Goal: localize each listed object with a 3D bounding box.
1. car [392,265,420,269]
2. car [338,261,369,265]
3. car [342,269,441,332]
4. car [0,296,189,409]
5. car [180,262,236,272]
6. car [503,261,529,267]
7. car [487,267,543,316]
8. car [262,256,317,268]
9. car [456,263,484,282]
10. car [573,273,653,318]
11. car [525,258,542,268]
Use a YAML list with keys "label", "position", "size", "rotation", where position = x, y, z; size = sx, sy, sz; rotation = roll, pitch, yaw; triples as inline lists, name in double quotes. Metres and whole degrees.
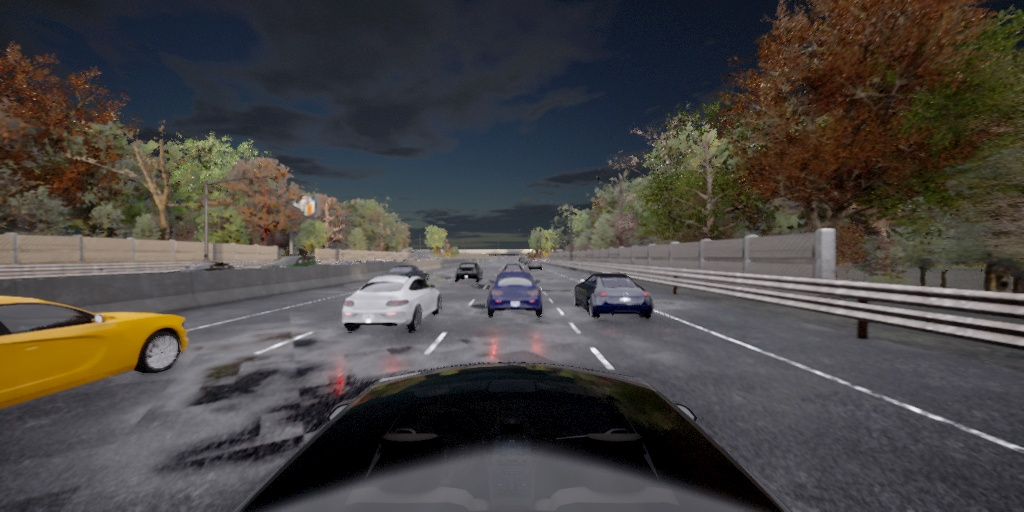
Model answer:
- label: "car"
  position: [-6.905, 1.322, 23.483]
  size: [2.033, 1.411, 5.357]
  rotation: [0, 0, 0]
- label: "car"
  position: [-17.592, 1.286, 38.347]
  size: [2.128, 1.511, 4.902]
  rotation: [0, 0, 0]
- label: "car"
  position: [-3.399, 1.285, 10.802]
  size: [1.812, 1.442, 4.674]
  rotation: [0, 0, 0]
- label: "car"
  position: [-6.898, 1.230, 4.530]
  size: [1.882, 1.535, 5.008]
  rotation: [0, 0, 0]
- label: "car"
  position: [-28.094, 1.292, 33.265]
  size: [1.837, 1.490, 4.892]
  rotation: [0, 0, 0]
- label: "car"
  position: [0.101, 1.347, 29.803]
  size: [1.994, 1.385, 4.181]
  rotation: [0, 0, 0]
- label: "car"
  position: [0.101, 1.288, 13.239]
  size: [1.812, 1.442, 4.674]
  rotation: [0, 0, 0]
- label: "car"
  position: [-21.098, 1.012, 34.708]
  size: [2.150, 2.045, 5.566]
  rotation: [0, 0, 0]
- label: "car"
  position: [-3.400, 1.287, 29.121]
  size: [1.837, 1.490, 4.892]
  rotation: [0, 0, 0]
- label: "car"
  position: [3.502, 1.321, 13.090]
  size: [1.994, 1.385, 4.181]
  rotation: [0, 0, 0]
- label: "car"
  position: [3.496, 1.381, 55.738]
  size: [1.994, 1.385, 4.181]
  rotation: [0, 0, 0]
